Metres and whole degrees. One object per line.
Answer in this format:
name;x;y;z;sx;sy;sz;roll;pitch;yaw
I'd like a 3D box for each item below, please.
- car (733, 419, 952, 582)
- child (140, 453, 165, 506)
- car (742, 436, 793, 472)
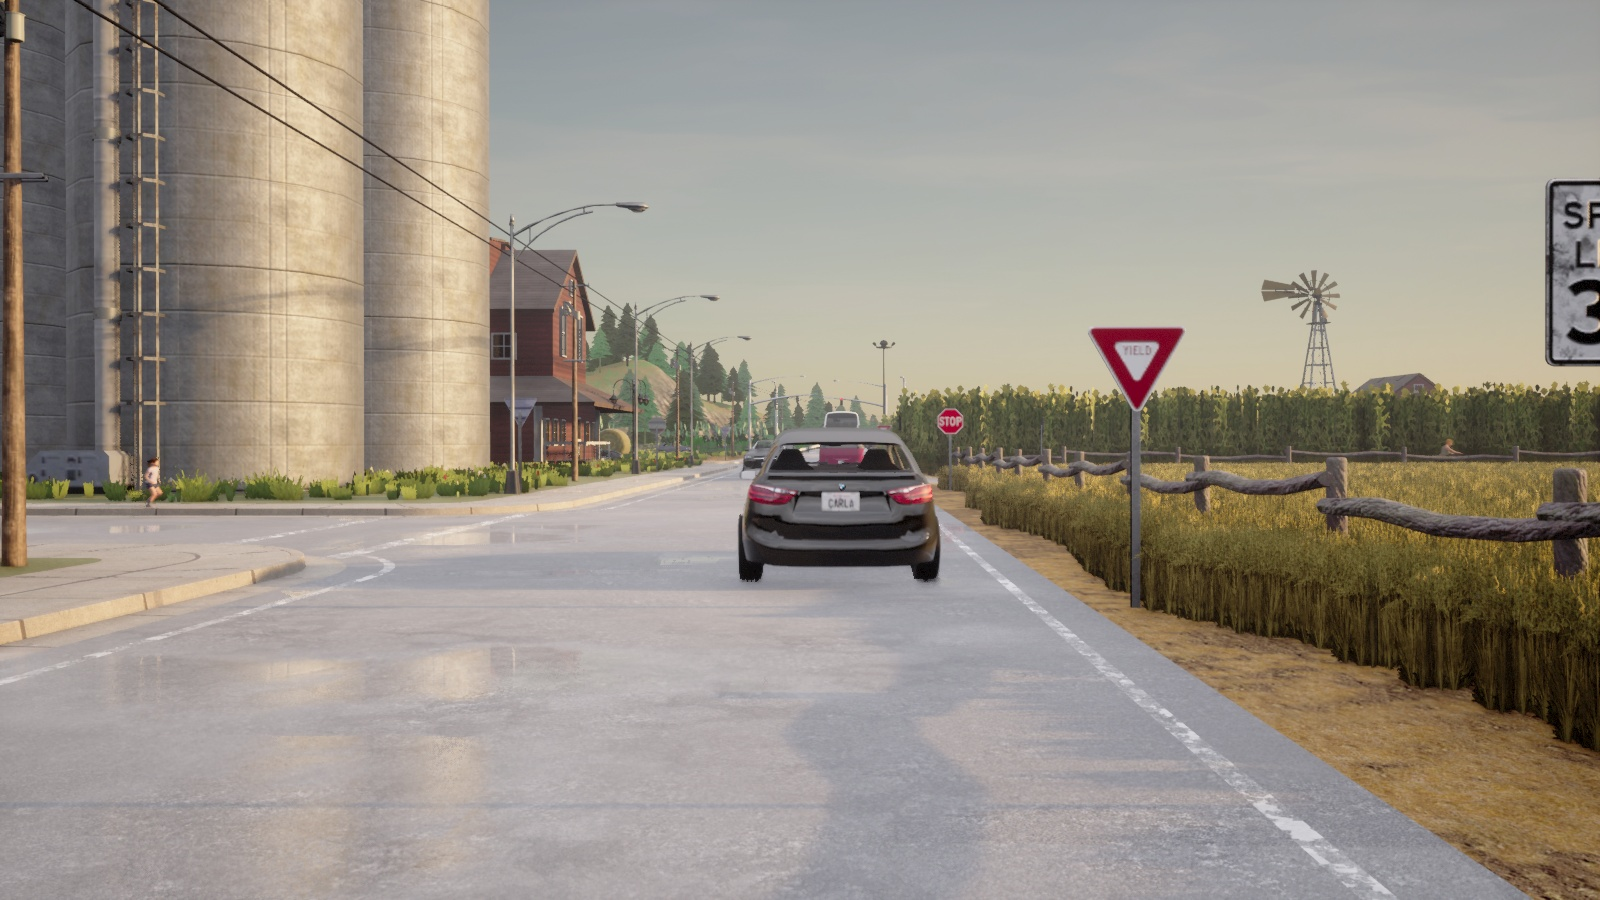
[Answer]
car;0.371;0.505;15.135;2.242;1.667;4.611;0;0;-2
child;-13.580;0.622;26.349;0.394;1.110;0.255;0;0;5
car;-1.501;0.186;59.870;2.152;1.651;5.027;0;0;2
